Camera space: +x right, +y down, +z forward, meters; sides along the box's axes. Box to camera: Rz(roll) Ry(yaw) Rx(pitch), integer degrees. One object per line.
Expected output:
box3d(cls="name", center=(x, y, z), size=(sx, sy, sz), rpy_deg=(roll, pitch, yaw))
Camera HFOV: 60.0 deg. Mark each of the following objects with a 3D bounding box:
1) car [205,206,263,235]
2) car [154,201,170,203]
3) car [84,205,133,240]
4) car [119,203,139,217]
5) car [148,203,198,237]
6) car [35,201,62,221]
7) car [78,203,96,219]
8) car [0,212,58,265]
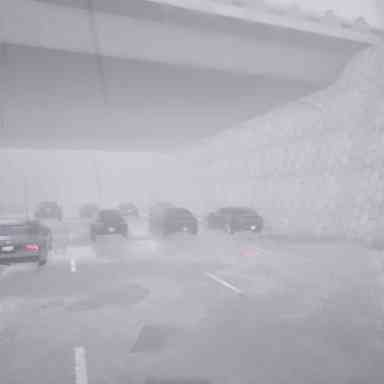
box3d(cls="car", center=(2.304, 1.576, 19.458), size=(1.837, 1.490, 4.892), rpy_deg=(0, 0, -20))
box3d(cls="car", center=(-3.169, 1.701, 34.060), size=(1.837, 1.490, 4.892), rpy_deg=(0, 0, -20))
box3d(cls="car", center=(-4.663, 1.659, 18.111), size=(1.812, 1.442, 4.674), rpy_deg=(0, 0, -20))
box3d(cls="car", center=(-6.656, 1.792, 33.395), size=(1.994, 1.385, 4.181), rpy_deg=(0, 0, -20))
box3d(cls="car", center=(-1.196, 1.606, 18.828), size=(1.837, 1.490, 4.892), rpy_deg=(0, 0, -20))
box3d(cls="car", center=(-12.829, 1.625, 29.904), size=(2.097, 1.767, 4.553), rpy_deg=(0, 0, -20))
box3d(cls="car", center=(-10.071, 1.784, 32.518), size=(1.812, 1.442, 4.674), rpy_deg=(0, 0, -21))
box3d(cls="car", center=(-6.044, 1.664, 11.762), size=(2.033, 1.411, 5.357), rpy_deg=(0, 0, -20))
